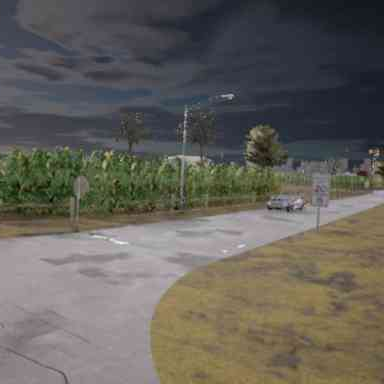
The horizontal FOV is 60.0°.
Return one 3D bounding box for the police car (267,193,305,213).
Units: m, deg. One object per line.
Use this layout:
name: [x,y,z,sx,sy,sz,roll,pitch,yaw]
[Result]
police car: [8.074,0.900,28.500,2.038,1.542,4.974,5,3,35]
